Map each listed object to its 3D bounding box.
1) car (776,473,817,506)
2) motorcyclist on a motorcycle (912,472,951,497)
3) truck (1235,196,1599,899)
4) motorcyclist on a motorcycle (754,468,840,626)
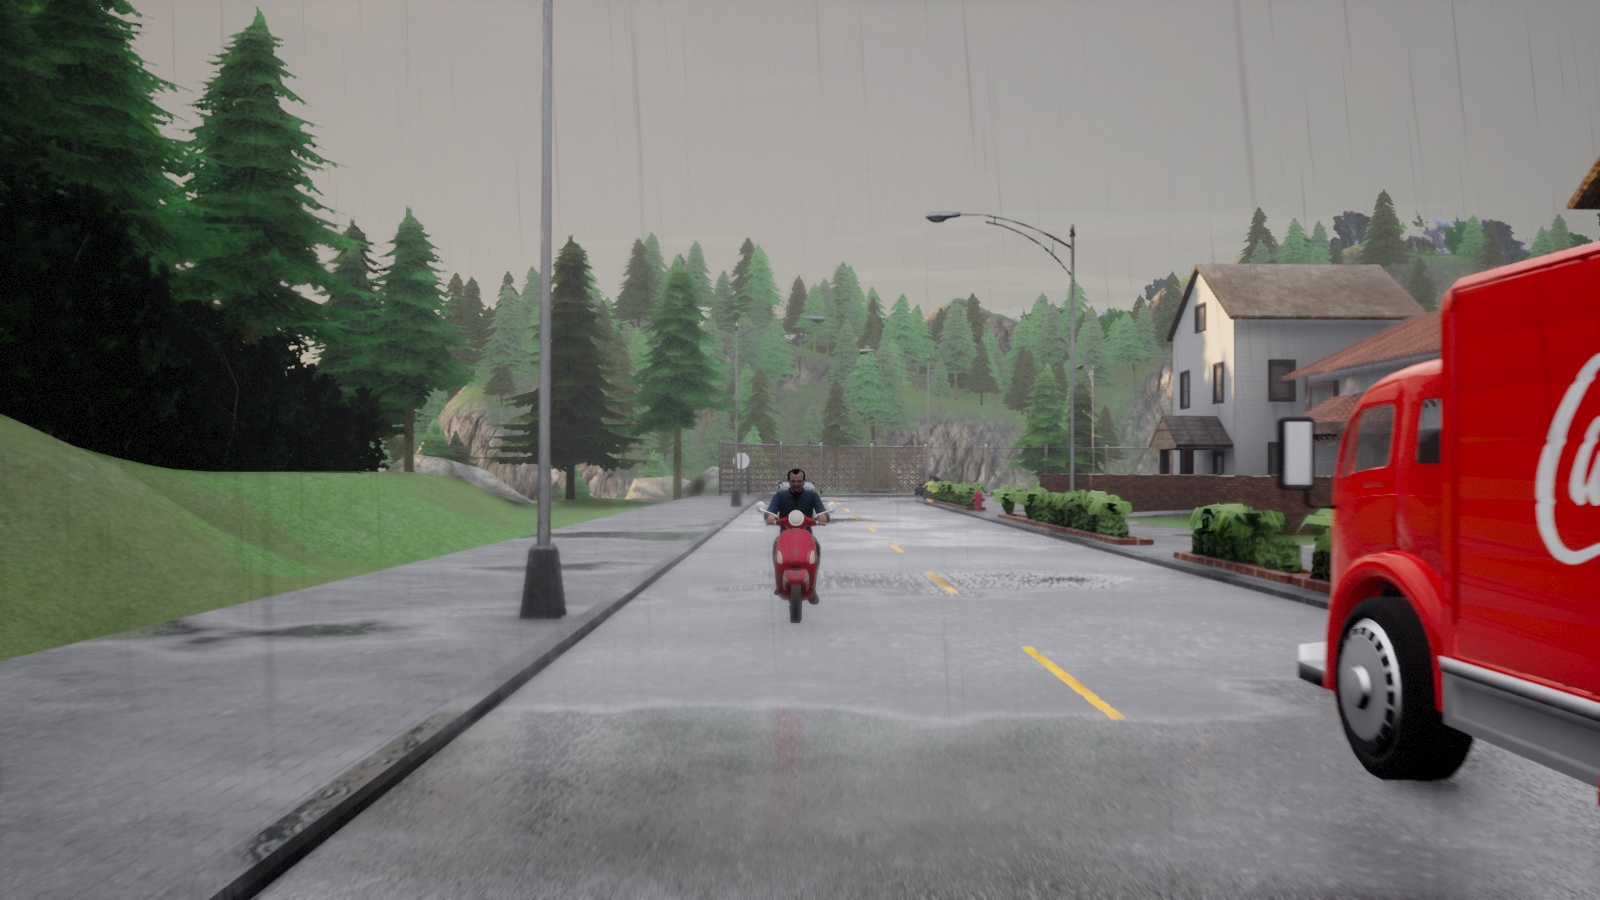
[{"bbox_3d":[-0.147,1.805,58.326,1.816,1.474,4.193,0,-1,0],"label":"car"},{"bbox_3d":[8.043,2.106,76.874,2.191,1.530,0.866,0,0,-12],"label":"motorcyclist on a motorcycle"},{"bbox_3d":[3.986,0.397,5.065,2.627,2.467,5.204,0,-1,0],"label":"truck"},{"bbox_3d":[-0.033,0.995,13.572,0.866,1.590,1.817,0,-1,0],"label":"motorcyclist on a motorcycle"}]
